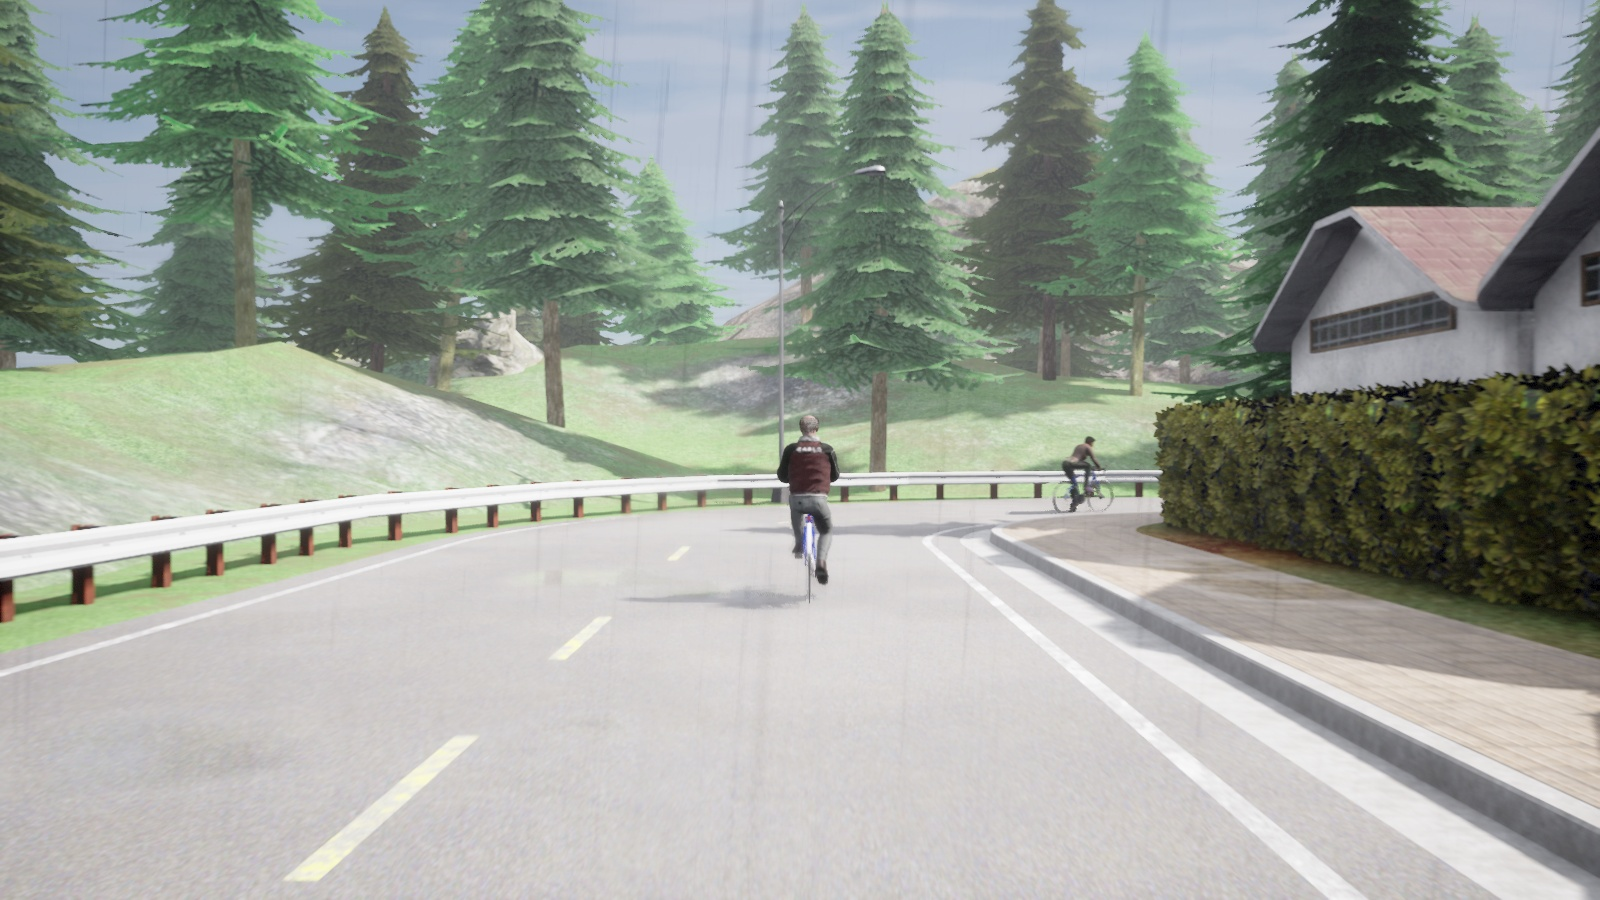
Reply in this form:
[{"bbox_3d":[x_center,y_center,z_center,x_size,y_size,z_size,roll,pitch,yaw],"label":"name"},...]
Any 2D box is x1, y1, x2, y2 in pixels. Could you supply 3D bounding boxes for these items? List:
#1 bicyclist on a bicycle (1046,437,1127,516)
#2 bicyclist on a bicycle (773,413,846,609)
[{"bbox_3d":[5.996,0.541,26.277,1.656,1.620,0.582,0,1,-29],"label":"bicyclist on a bicycle"},{"bbox_3d":[0.090,0.548,12.293,0.659,1.776,1.843,0,1,0],"label":"bicyclist on a bicycle"}]
